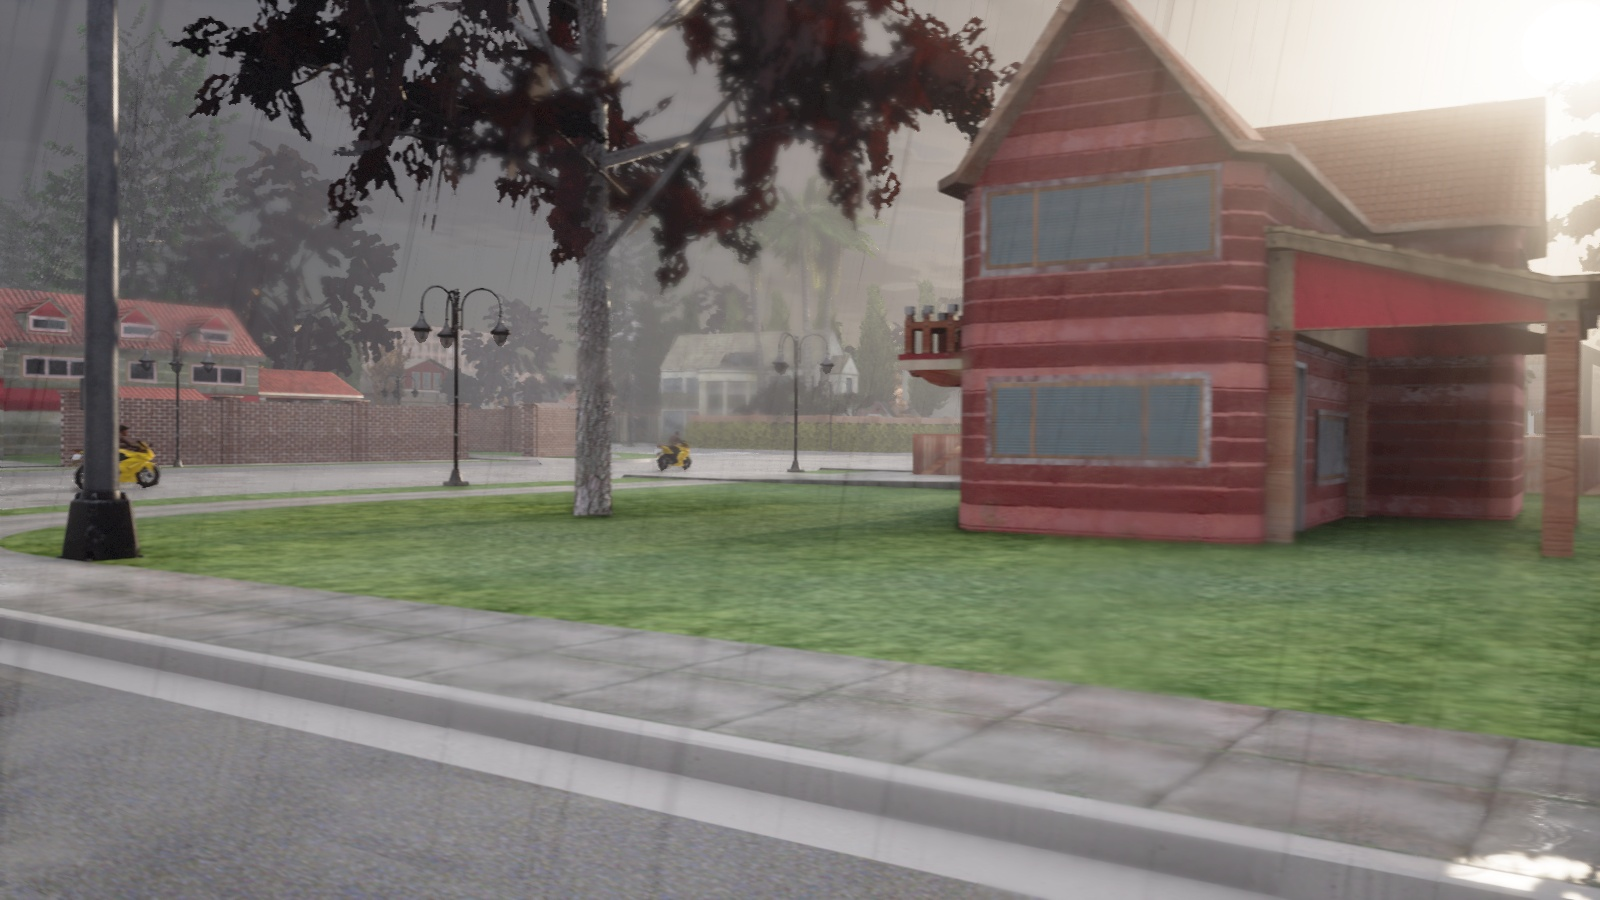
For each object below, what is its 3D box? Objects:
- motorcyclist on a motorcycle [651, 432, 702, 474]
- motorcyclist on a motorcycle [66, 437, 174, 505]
[{"bbox_3d":[-4.617,0.115,46.942,0.797,1.523,2.044,0,1,32],"label":"motorcyclist on a motorcycle"},{"bbox_3d":[-15.754,0.459,29.140,0.797,1.523,2.044,0,1,32],"label":"motorcyclist on a motorcycle"}]
